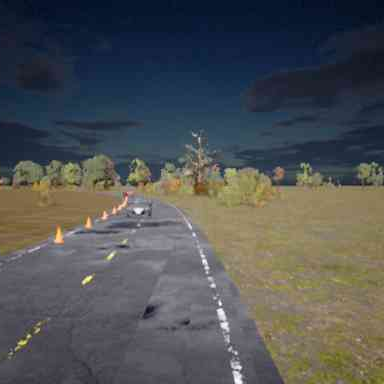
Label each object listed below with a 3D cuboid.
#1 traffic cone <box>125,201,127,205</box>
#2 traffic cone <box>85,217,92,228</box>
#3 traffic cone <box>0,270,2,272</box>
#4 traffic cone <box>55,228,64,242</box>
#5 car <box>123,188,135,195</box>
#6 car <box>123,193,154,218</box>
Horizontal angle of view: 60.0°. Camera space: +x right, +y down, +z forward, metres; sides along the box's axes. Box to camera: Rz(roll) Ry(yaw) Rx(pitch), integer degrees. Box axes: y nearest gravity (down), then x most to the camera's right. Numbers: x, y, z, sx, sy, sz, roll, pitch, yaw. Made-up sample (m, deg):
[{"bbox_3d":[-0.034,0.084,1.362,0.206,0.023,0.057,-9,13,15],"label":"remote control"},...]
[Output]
[{"bbox_3d":[-7.867,1.418,38.361,0.340,0.580,0.340,0,1,-8],"label":"traffic cone"},{"bbox_3d":[-5.791,1.697,18.664,0.340,0.580,0.340,0,1,-4],"label":"traffic cone"},{"bbox_3d":[-5.268,1.833,8.773,0.340,0.580,0.340,0,1,-2],"label":"traffic cone"},{"bbox_3d":[-5.487,1.765,13.721,0.340,0.580,0.340,0,1,-3],"label":"traffic cone"},{"bbox_3d":[-14.642,0.118,76.863,2.150,2.045,5.566,-1,1,-21],"label":"car"},{"bbox_3d":[-4.035,1.128,26.024,2.128,1.511,4.902,0,1,-6],"label":"car"}]
